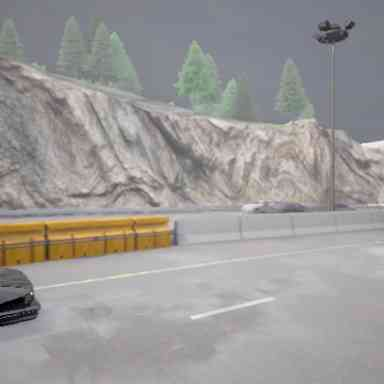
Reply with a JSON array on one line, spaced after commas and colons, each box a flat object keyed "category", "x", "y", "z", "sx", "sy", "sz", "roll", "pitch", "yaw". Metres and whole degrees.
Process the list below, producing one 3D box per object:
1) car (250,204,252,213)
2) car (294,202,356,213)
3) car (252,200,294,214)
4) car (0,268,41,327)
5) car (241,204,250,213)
[{"category": "car", "x": 8.251, "y": 1.646, "z": 32.747, "sx": 4.181, "sy": 1.385, "sz": 1.994, "roll": 0, "pitch": 0, "yaw": -25}, {"category": "car", "x": 10.802, "y": 1.588, "z": 26.221, "sx": 4.892, "sy": 1.490, "sz": 1.837, "roll": 0, "pitch": 0, "yaw": -25}, {"category": "car", "x": 8.211, "y": 1.623, "z": 28.894, "sx": 5.357, "sy": 1.411, "sz": 2.033, "roll": 0, "pitch": 0, "yaw": -26}, {"category": "car", "x": -5.035, "y": 1.533, "z": 4.418, "sx": 5.357, "sy": 1.411, "sz": 2.033, "roll": 0, "pitch": 0, "yaw": -36}, {"category": "car", "x": 7.604, "y": 1.610, "z": 36.316, "sx": 4.674, "sy": 1.442, "sz": 1.812, "roll": 0, "pitch": 0, "yaw": -25}]
